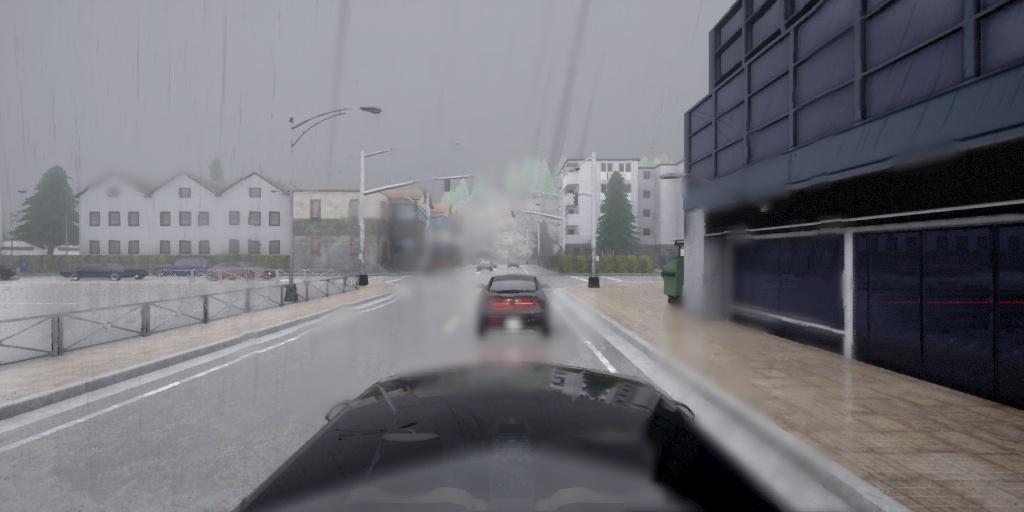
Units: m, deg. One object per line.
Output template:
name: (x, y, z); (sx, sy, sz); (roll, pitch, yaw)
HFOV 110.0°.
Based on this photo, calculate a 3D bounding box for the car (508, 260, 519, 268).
car: (0.199, 1.351, 60.949); (1.895, 1.301, 4.718); (0, 0, -1)

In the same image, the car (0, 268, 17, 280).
car: (-40.126, 1.174, 26.592); (4.718, 1.301, 1.895); (0, 0, 1)

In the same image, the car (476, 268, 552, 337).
car: (0.070, 1.255, 10.298); (1.837, 1.490, 4.892); (0, 0, 1)

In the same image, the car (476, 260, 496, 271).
car: (-3.518, 1.276, 47.700); (1.812, 1.442, 4.674); (0, 0, 0)

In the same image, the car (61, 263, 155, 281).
car: (-29.904, 1.174, 26.509); (4.718, 1.301, 1.895); (0, 0, 0)

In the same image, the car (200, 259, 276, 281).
car: (-19.883, 1.138, 26.460); (4.181, 1.385, 1.994); (0, 0, 0)

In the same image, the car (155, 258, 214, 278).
car: (-27.246, 0.927, 30.190); (4.553, 1.767, 2.097); (0, 0, 0)
